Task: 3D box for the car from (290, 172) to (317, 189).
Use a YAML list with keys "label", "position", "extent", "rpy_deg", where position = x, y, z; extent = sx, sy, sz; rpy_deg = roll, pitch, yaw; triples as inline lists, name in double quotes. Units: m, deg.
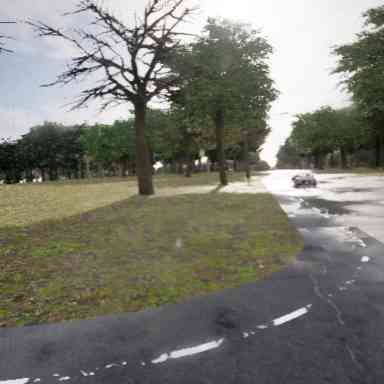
- label: "car"
  position: [10.385, -1.139, 31.167]
  extent: [1.994, 1.385, 4.181]
  rpy_deg: [-3, 4, 10]
